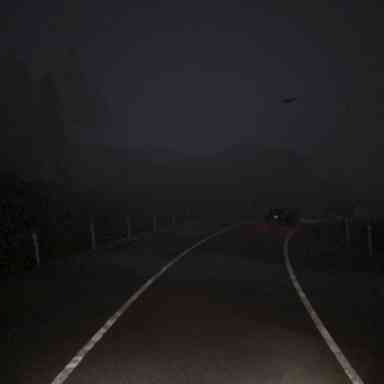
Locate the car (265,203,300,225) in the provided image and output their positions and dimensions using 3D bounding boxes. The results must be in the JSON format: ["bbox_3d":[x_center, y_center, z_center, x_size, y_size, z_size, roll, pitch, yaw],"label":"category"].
[{"bbox_3d":[6.697,1.512,24.424,1.812,1.442,4.674,2,1,27],"label":"car"}]

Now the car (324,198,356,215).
[{"bbox_3d":[16.943,1.513,37.864,4.553,1.767,2.097,0,3,-44],"label":"car"}]
